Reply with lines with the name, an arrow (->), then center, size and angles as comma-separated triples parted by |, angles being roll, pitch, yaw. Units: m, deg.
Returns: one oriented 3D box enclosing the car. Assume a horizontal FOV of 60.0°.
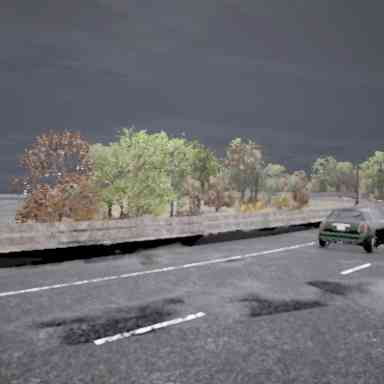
car -> 7.496, 1.489, 14.750 | 4.553, 1.767, 2.097 | 1, -1, -43
